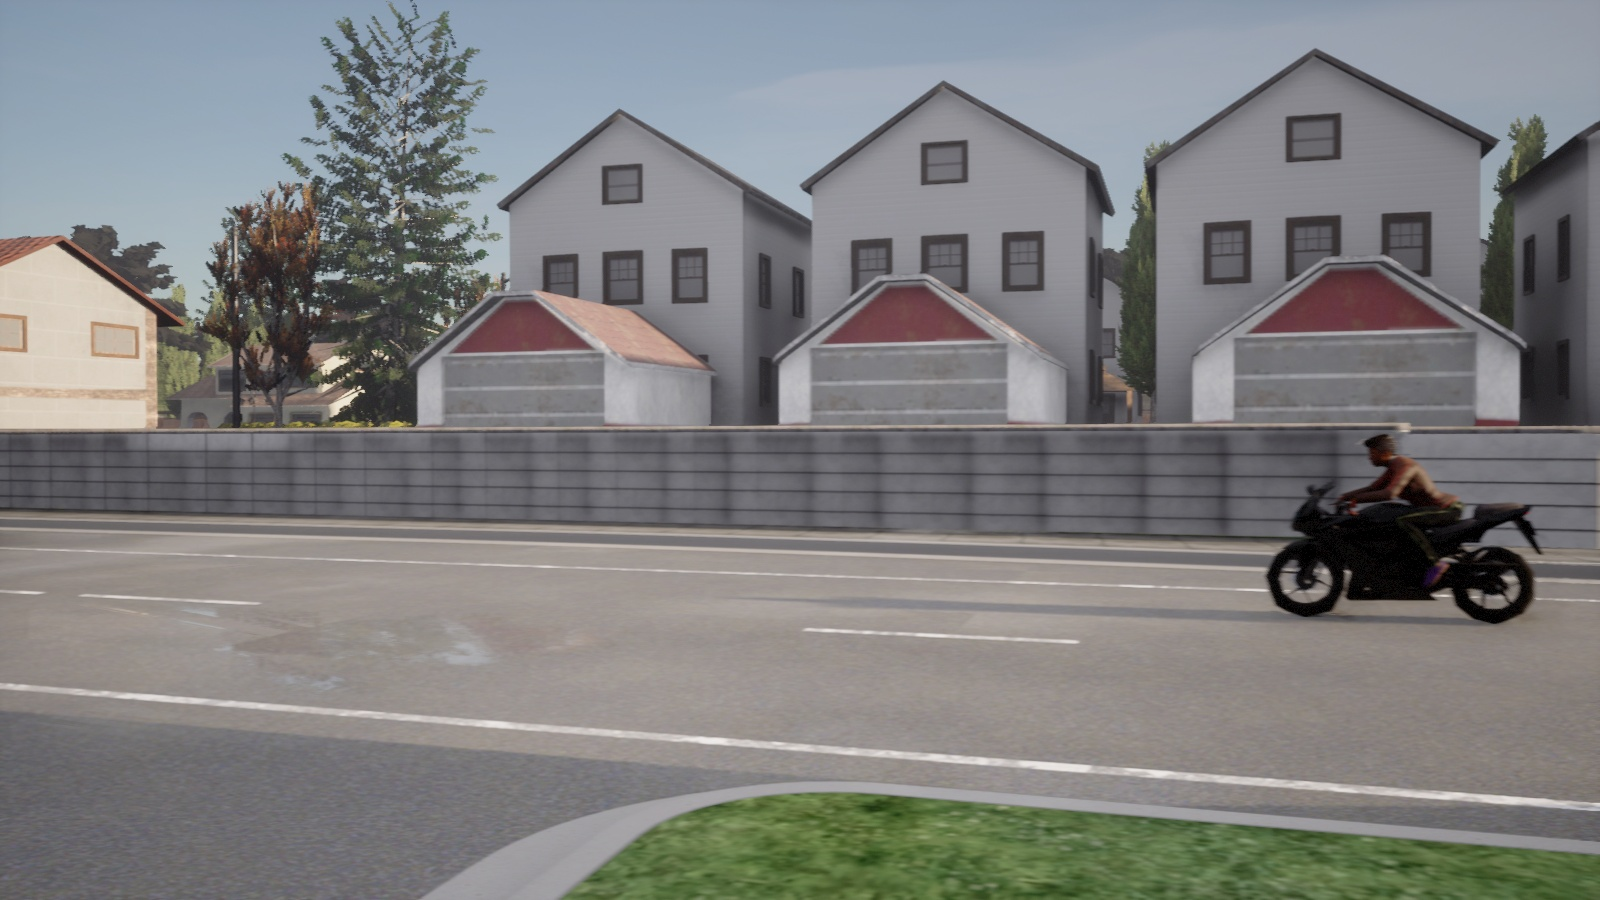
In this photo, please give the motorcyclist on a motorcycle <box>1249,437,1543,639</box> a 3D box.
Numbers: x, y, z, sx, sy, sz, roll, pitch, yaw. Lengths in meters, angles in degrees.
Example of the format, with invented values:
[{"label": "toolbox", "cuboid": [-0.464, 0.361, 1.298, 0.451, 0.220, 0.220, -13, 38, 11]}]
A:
[{"label": "motorcyclist on a motorcycle", "cuboid": [4.755, 0.663, 10.185, 2.044, 1.523, 0.797, 0, 1, 16]}]
